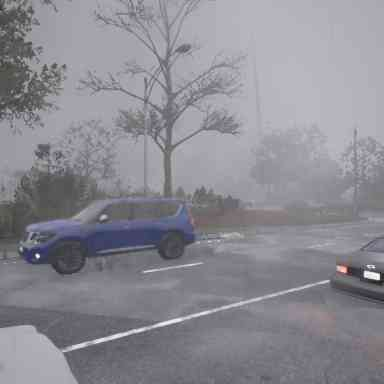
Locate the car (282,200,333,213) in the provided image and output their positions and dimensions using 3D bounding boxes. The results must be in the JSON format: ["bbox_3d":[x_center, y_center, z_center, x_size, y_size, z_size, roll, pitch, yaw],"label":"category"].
[{"bbox_3d":[12.344,1.551,36.783,2.033,1.411,5.357,0,0,-29],"label":"car"}]

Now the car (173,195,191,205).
[{"bbox_3d":[-1.975,1.578,66.596,2.097,1.767,4.553,0,0,-22],"label":"car"}]

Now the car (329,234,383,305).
[{"bbox_3d":[5.302,1.547,7.402,5.357,1.411,2.033,0,0,-34],"label":"car"}]

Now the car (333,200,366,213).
[{"bbox_3d":[16.463,1.602,36.625,1.895,1.301,4.718,0,0,-30],"label":"car"}]

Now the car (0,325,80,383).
[{"bbox_3d":[-2.942,1.601,1.609,4.718,1.301,1.895,0,0,-36],"label":"car"}]

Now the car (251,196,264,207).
[{"bbox_3d":[8.930,1.412,50.815,2.097,1.767,4.553,0,0,-26],"label":"car"}]

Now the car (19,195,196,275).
[{"bbox_3d":[-2.457,1.221,10.804,5.566,2.045,2.150,0,0,-35],"label":"car"}]

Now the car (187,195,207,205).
[{"bbox_3d":[0.942,1.552,68.555,2.150,2.045,5.566,0,-1,-22],"label":"car"}]

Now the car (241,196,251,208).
[{"bbox_3d":[6.097,1.559,48.704,1.837,1.490,4.892,0,0,-26],"label":"car"}]
